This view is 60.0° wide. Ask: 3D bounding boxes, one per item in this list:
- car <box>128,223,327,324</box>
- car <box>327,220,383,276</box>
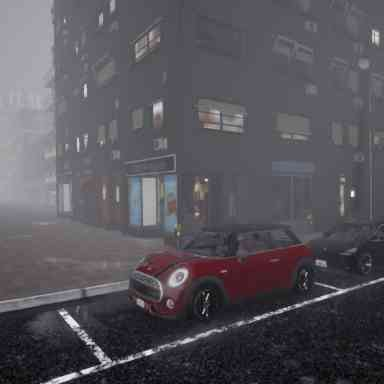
[{"bbox_3d":[0.709,1.439,7.063,4.097,1.590,1.967,0,-1,-35],"label":"car"},{"bbox_3d":[5.280,1.563,10.300,4.313,1.339,1.947,0,-1,-35],"label":"car"}]
